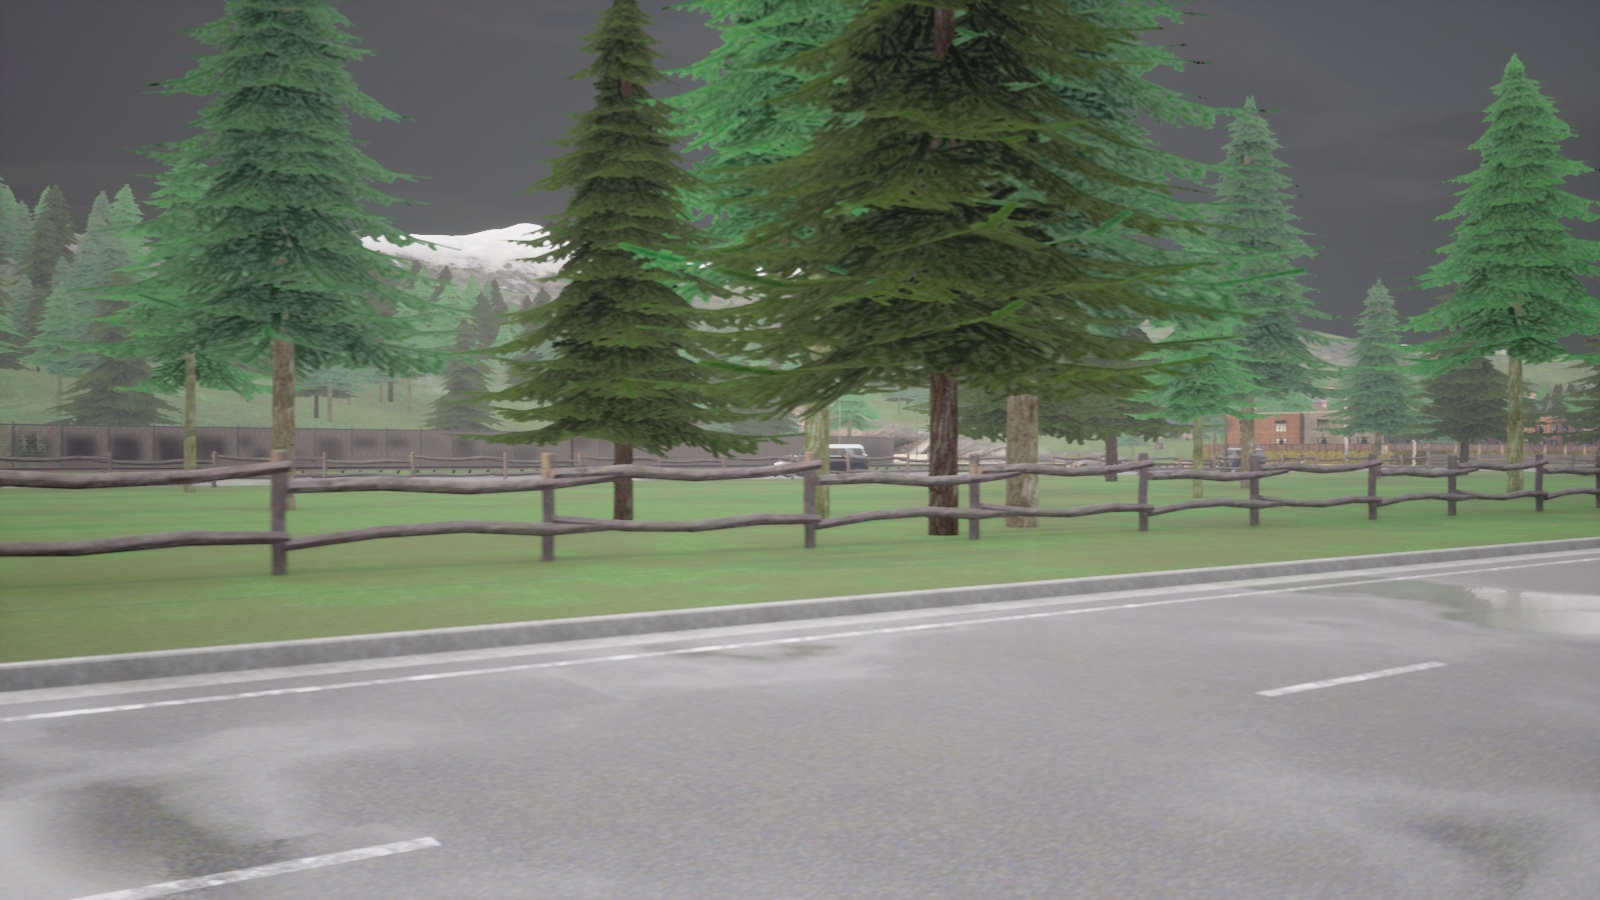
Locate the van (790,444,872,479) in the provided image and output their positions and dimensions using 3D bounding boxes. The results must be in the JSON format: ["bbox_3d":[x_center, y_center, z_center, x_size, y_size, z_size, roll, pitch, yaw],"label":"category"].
[{"bbox_3d":[1.869,0.657,75.093,4.480,2.038,2.069,0,0,-34],"label":"van"}]
